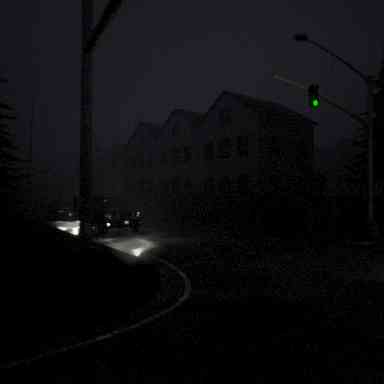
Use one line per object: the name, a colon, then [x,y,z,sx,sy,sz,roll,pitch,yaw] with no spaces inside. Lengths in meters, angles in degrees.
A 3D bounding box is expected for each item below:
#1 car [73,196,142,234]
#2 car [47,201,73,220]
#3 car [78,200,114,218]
car: [-5.043,1.268,19.882,2.150,2.045,5.566,0,0,-35]
car: [-11.062,1.542,28.473,2.128,1.511,4.902,0,0,-35]
car: [-9.439,1.554,32.394,1.882,1.535,5.008,0,0,-35]
